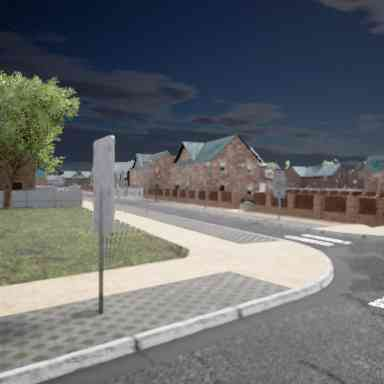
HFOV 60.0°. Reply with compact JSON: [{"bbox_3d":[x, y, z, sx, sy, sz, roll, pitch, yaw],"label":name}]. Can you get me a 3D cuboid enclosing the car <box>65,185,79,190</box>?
[{"bbox_3d":[-29.855,-0.911,83.653,2.097,1.767,4.553,0,1,-27],"label":"car"}]
